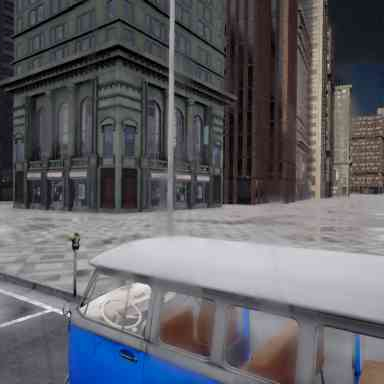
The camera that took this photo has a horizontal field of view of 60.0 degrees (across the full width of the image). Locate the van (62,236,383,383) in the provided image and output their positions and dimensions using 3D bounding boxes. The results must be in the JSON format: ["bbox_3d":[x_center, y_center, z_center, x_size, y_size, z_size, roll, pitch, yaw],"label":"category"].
[{"bbox_3d":[0.722,1.341,2.477,3.998,1.788,1.690,0,1,35],"label":"van"}]
